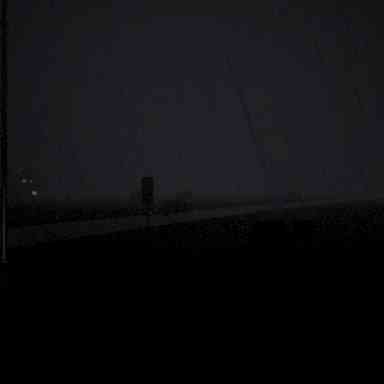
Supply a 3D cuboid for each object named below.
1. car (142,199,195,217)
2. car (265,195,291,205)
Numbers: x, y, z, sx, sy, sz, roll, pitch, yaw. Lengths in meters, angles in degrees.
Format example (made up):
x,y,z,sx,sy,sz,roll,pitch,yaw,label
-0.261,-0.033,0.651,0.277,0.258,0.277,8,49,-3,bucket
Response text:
x,y,z,sx,sy,sz,roll,pitch,yaw,label
-1.913,1.310,29.036,2.033,1.411,5.357,0,1,36,car
12.193,1.153,46.947,1.895,1.301,4.718,1,1,41,car
